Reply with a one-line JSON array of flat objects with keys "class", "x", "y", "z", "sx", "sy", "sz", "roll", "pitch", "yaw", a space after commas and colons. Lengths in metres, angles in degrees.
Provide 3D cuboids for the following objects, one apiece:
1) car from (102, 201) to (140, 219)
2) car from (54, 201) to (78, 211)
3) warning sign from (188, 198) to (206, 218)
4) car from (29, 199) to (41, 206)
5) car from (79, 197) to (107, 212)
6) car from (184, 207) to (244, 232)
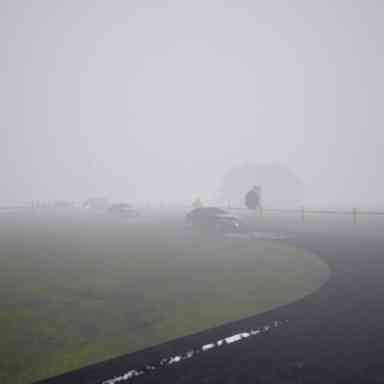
[{"class": "car", "x": -6.782, "y": 1.842, "z": 32.585, "sx": 1.812, "sy": 1.442, "sz": 4.674, "roll": 2, "pitch": -2, "yaw": -36}, {"class": "car", "x": -18.980, "y": 2.047, "z": 49.403, "sx": 1.882, "sy": 1.535, "sz": 5.008, "roll": 2, "pitch": -2, "yaw": -36}, {"class": "warning sign", "x": 0.495, "y": 1.493, "z": 31.648, "sx": 1.300, "sy": 1.860, "sz": 1.060, "roll": 2, "pitch": -1, "yaw": -36}, {"class": "car", "x": -39.705, "y": 2.521, "z": 83.992, "sx": 2.097, "sy": 1.767, "sz": 4.553, "roll": 2, "pitch": -2, "yaw": -36}, {"class": "car", "x": -13.602, "y": 1.787, "z": 46.792, "sx": 2.150, "sy": 2.045, "sz": 5.566, "roll": 2, "pitch": -2, "yaw": -35}, {"class": "car", "x": 1.292, "y": 1.684, "z": 21.534, "sx": 1.812, "sy": 1.442, "sz": 4.674, "roll": 2, "pitch": -1, "yaw": -36}]
